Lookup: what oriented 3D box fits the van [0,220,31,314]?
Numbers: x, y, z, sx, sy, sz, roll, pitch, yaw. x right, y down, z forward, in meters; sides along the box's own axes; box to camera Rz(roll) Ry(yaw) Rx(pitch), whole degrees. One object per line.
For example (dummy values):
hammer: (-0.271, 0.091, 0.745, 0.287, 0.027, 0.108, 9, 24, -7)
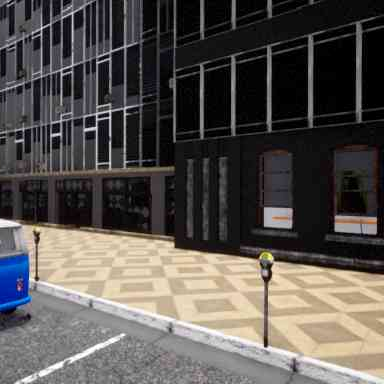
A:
van: (-4.728, 1.340, 6.260, 3.998, 1.788, 1.690, 0, 0, 36)
